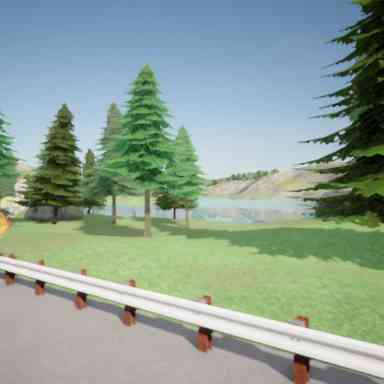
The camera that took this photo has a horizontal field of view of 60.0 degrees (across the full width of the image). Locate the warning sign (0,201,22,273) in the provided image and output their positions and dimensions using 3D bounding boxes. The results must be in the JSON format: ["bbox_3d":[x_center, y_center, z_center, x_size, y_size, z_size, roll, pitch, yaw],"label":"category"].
[{"bbox_3d":[-5.538,1.204,9.036,1.060,1.860,1.300,-1,0,37],"label":"warning sign"}]
